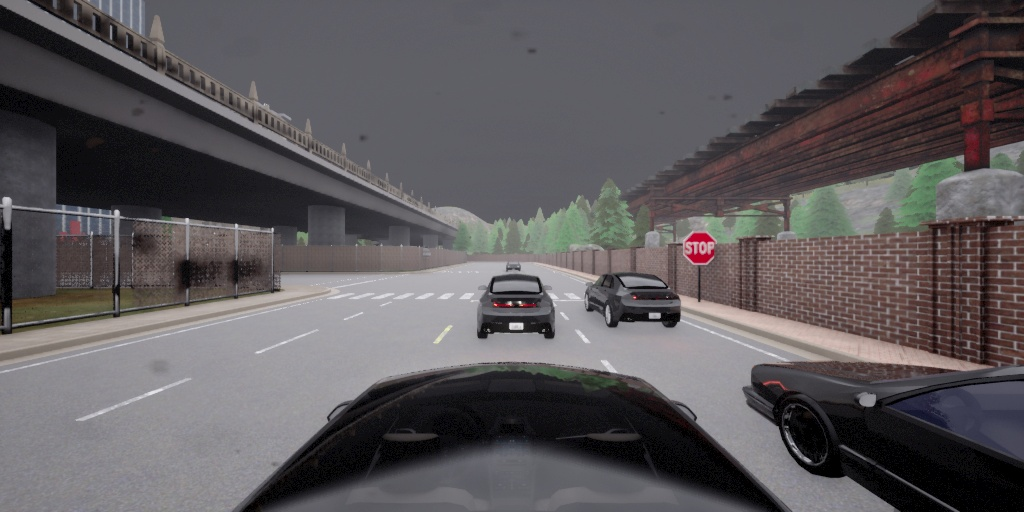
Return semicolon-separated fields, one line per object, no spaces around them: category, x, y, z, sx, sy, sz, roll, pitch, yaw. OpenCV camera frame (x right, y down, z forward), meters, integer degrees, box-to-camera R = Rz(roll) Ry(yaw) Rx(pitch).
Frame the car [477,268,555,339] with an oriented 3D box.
car;0.095;1.255;10.073;1.837;1.490;4.892;0;0;0

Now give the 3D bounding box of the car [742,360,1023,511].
car;3.600;1.297;1.687;2.033;1.411;5.357;0;0;0

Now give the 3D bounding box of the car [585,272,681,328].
car;3.596;1.255;11.433;1.837;1.490;4.892;0;0;0

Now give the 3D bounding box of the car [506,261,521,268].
car;0.164;1.351;46.352;1.895;1.301;4.718;0;0;-1
